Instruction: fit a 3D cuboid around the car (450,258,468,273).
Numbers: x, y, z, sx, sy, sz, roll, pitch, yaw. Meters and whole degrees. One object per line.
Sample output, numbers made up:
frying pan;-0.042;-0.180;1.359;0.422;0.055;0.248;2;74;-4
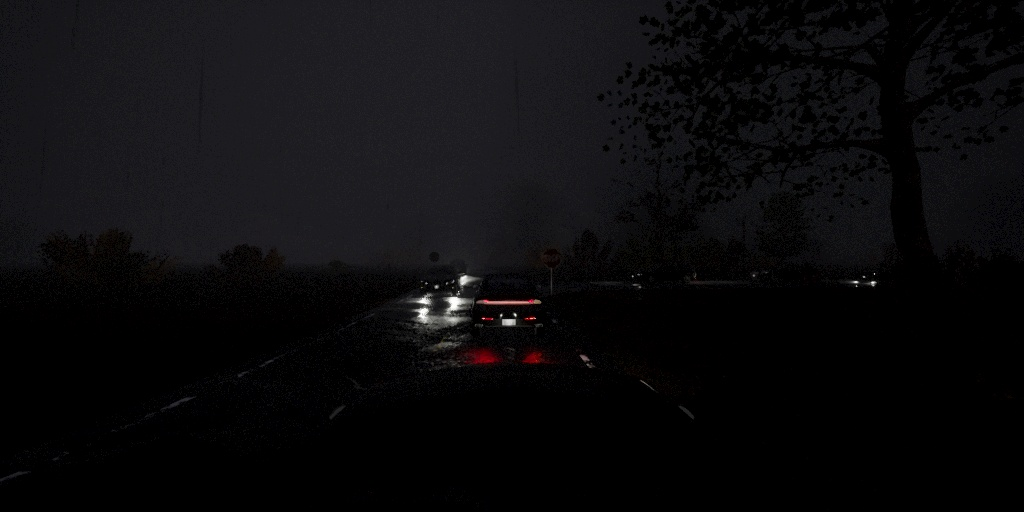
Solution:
car;-5.818;1.236;38.750;2.128;1.511;4.902;0;0;-8

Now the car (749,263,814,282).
car;21.580;1.290;28.777;4.902;1.511;2.128;0;0;-9

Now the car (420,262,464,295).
car;-3.849;1.253;19.828;1.837;1.490;4.892;0;0;-4

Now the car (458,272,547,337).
car;-0.135;1.241;10.300;2.128;1.511;4.902;0;0;-2

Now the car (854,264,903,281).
car;32.080;1.366;30.411;5.357;1.411;2.033;0;0;-9

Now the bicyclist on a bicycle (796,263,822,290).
bicyclist on a bicycle;18.043;1.233;21.798;0.582;1.620;1.656;0;0;-9

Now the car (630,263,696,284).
car;11.426;1.284;27.187;4.892;1.490;1.837;0;0;-9

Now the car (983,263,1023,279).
car;40.353;1.303;28.474;5.008;1.535;1.882;1;0;-9
